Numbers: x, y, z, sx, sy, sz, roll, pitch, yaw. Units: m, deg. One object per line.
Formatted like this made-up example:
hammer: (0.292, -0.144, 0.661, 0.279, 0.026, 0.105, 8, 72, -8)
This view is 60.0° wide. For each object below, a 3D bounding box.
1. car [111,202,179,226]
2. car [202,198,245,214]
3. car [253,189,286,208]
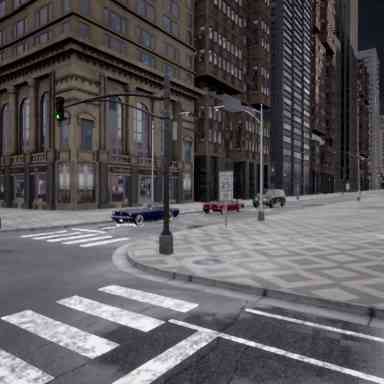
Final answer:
car: (-2.943, 1.351, 21.606, 1.895, 1.301, 4.718, 0, 1, 36)
car: (2.859, 1.217, 29.740, 1.895, 1.301, 4.718, 0, 1, 35)
car: (8.998, 0.697, 38.346, 2.150, 2.045, 5.566, 0, 1, 36)
